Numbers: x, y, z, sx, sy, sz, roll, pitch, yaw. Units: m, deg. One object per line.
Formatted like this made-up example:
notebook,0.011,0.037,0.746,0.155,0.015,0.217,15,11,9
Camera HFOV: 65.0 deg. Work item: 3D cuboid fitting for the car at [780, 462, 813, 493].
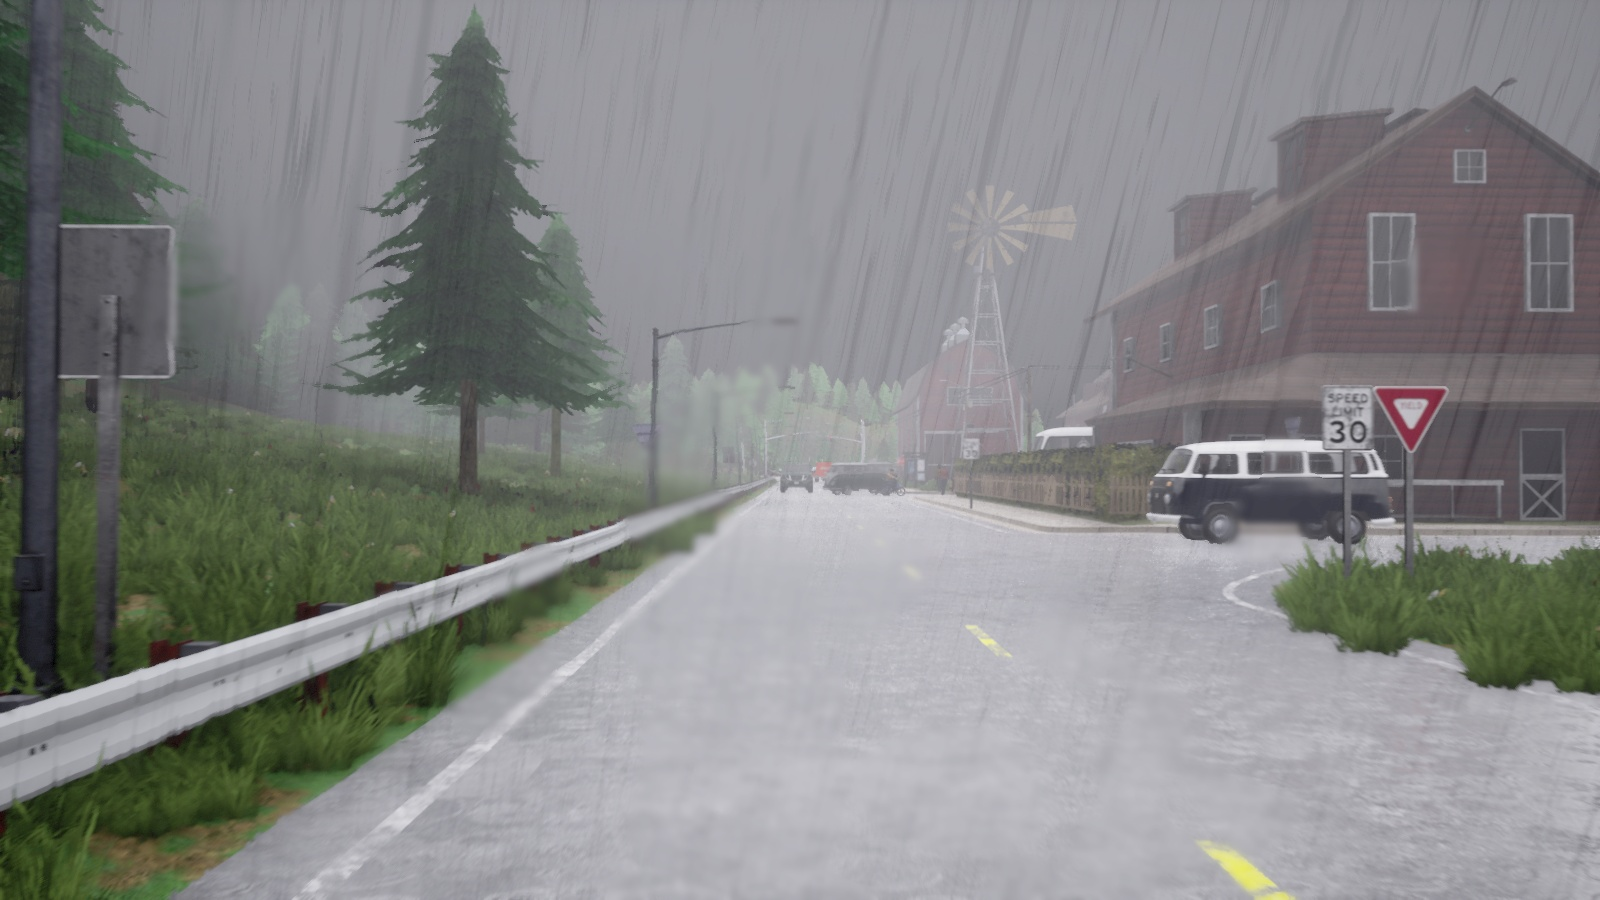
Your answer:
car,-0.207,1.840,85.355,2.150,2.045,5.566,0,-1,0

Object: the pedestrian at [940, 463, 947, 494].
pedestrian,8.571,1.711,74.923,0.331,1.846,0.636,0,-1,10

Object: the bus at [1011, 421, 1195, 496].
bus,18.545,0.548,77.477,10.273,4.253,3.944,-1,-1,-1

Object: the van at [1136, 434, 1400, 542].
van,9.235,0.748,25.081,4.480,2.038,2.069,0,-1,-1

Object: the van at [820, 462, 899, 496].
van,3.611,1.711,75.753,4.442,1.987,1.775,0,-1,-25
